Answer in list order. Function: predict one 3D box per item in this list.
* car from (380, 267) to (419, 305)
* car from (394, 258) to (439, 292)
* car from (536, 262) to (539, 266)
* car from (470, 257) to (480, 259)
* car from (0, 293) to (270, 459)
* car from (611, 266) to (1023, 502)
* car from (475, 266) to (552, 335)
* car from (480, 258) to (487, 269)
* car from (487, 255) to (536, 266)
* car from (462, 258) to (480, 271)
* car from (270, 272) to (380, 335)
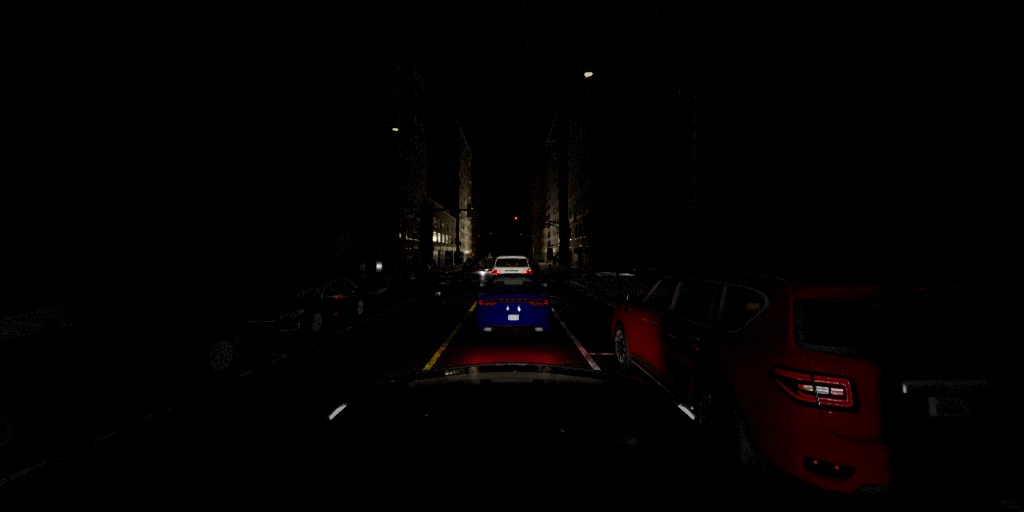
[{"bbox_3d":[-5.683,1.331,15.857,1.802,1.307,4.207,0,0,0],"label":"car"},{"bbox_3d":[-5.689,1.064,21.439,2.192,1.841,5.009,0,0,0],"label":"car"},{"bbox_3d":[2.804,1.350,48.476,1.802,1.307,4.207,0,0,0],"label":"car"},{"bbox_3d":[-5.728,1.090,54.004,2.192,1.841,5.009,0,0,0],"label":"car"},{"bbox_3d":[-5.670,1.294,4.692,1.888,1.381,4.507,0,0,0],"label":"car"},{"bbox_3d":[2.855,1.064,4.724,2.192,1.841,5.009,0,0,0],"label":"car"},{"bbox_3d":[0.044,1.226,10.499,1.882,1.535,5.008,0,0,0],"label":"car"},{"bbox_3d":[-3.154,1.295,48.980,1.812,1.442,4.674,0,0,-3],"label":"car"},{"bbox_3d":[-0.016,0.971,20.159,2.150,2.045,5.566,0,0,0],"label":"car"},{"bbox_3d":[-5.721,1.350,48.439,1.802,1.307,4.207,0,0,0],"label":"car"},{"bbox_3d":[-5.676,1.299,10.274,2.007,1.370,4.403,0,0,0],"label":"car"}]
